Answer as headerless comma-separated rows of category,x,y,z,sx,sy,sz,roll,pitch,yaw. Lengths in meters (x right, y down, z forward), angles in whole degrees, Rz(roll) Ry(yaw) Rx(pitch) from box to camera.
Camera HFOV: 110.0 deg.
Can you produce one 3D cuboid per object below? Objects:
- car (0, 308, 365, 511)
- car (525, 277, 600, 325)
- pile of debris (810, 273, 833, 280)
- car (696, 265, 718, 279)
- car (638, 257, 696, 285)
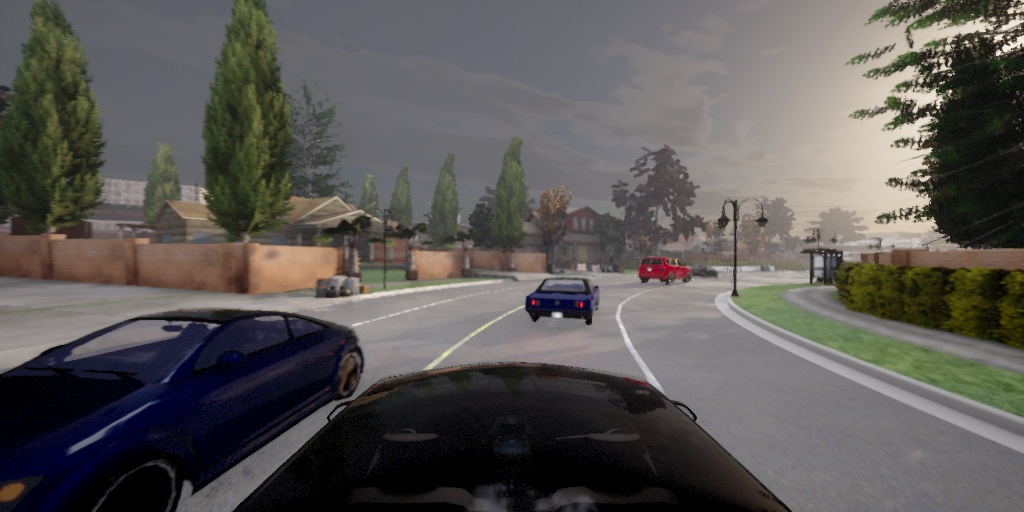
car,-3.283,1.272,3.613,1.994,1.385,4.181,1,0,5
car,1.898,1.336,11.953,1.895,1.301,4.718,1,0,17
pile of debris,40.740,2.659,47.257,1.860,0.140,1.500,0,0,-33
car,20.052,1.656,38.190,4.181,1.385,1.994,1,0,-33
car,11.857,1.118,27.697,5.566,2.045,2.150,1,-1,-44
